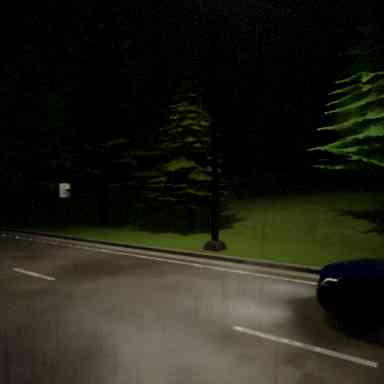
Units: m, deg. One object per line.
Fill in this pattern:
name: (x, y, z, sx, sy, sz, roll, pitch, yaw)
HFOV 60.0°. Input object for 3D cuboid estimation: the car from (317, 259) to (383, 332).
car: (4.413, 1.526, 5.144, 4.674, 1.442, 1.812, 0, 0, 36)
